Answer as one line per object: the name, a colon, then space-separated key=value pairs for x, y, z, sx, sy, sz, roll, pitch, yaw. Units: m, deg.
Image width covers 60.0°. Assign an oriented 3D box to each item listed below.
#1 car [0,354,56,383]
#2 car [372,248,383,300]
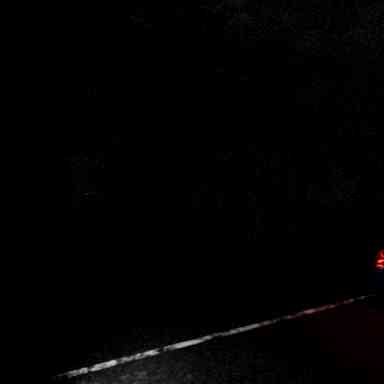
car: x=-2.966 y=1.508 z=1.299 sx=4.674 sy=1.442 sz=1.812 roll=1 pitch=0 yaw=-34
car: x=5.983 y=1.440 z=7.212 sx=4.553 sy=1.767 sz=2.097 roll=1 pitch=0 yaw=-33
